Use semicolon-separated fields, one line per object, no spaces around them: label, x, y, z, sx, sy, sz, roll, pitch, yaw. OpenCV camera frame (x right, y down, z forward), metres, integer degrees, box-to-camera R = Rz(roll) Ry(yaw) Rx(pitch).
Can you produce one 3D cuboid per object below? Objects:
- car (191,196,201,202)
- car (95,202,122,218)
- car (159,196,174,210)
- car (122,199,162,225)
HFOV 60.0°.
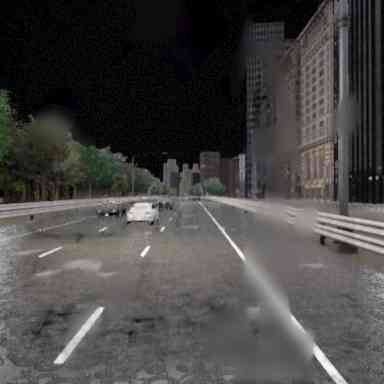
car;1.235;1.738;85.812;1.837;1.490;4.892;0;0;0
car;-6.904;1.562;29.171;1.895;1.301;4.718;0;0;0
car;-3.395;1.335;42.285;2.097;1.767;4.553;0;0;0
car;-3.411;1.491;23.609;1.812;1.442;4.674;0;0;0
